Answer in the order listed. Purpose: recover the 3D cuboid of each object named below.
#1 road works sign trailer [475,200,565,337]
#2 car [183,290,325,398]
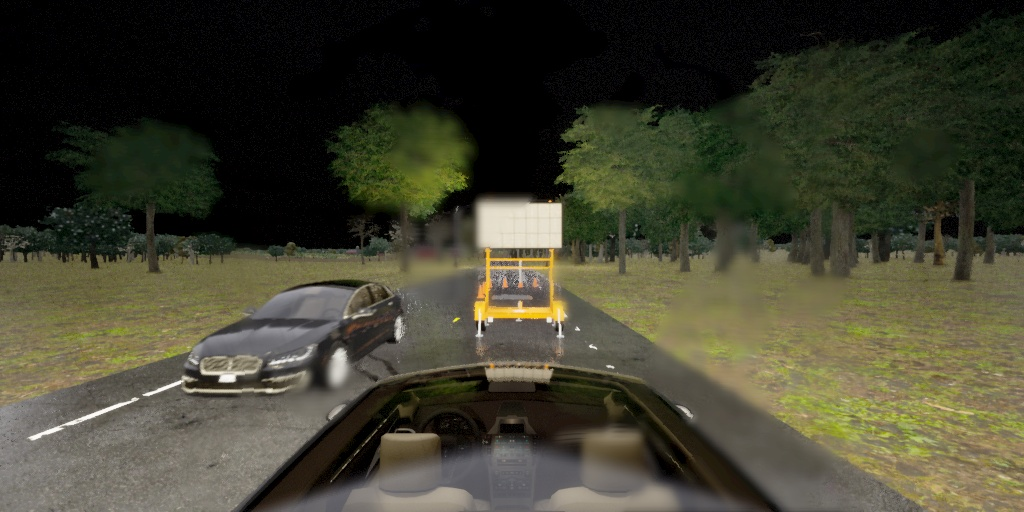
[{"bbox_3d":[0.240,0.210,10.246,2.380,3.560,2.880,0,0,2],"label":"road works sign trailer"},{"bbox_3d":[-3.595,1.241,2.324,2.128,1.511,4.902,0,0,0],"label":"car"}]
